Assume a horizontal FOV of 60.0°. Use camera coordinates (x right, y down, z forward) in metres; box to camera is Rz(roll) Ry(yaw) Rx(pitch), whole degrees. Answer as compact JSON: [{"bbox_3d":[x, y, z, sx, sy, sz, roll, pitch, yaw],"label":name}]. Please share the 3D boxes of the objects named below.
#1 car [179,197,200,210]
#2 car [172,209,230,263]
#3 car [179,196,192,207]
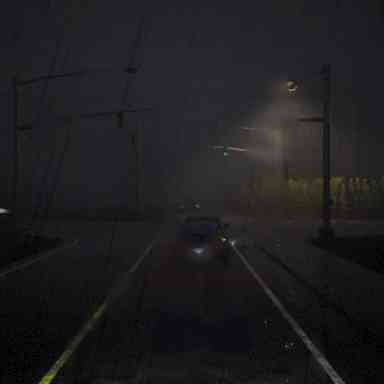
[{"bbox_3d":[-0.261,1.551,38.513,2.097,1.767,4.553,0,0,-3],"label":"car"},{"bbox_3d":[0.389,1.578,12.142,1.812,1.442,4.674,0,0,4],"label":"car"},{"bbox_3d":[-1.158,1.632,58.259,2.097,1.767,4.553,0,0,-2],"label":"car"}]
